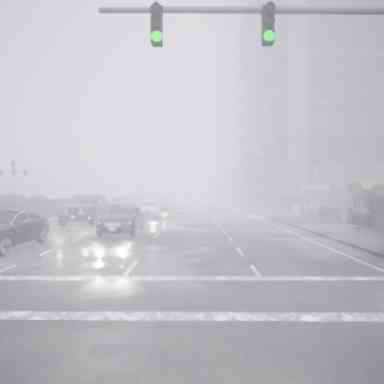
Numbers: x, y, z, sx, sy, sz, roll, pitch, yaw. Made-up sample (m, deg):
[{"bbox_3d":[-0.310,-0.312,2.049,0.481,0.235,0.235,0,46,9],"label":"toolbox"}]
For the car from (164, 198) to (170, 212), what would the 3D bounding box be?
[{"bbox_3d":[-3.573,1.378,37.093,1.812,1.442,4.674,0,0,0],"label":"car"}]

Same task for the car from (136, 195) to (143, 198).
[{"bbox_3d":[-7.083,1.196,42.053,2.097,1.767,4.553,0,0,0],"label":"car"}]

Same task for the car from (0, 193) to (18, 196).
[{"bbox_3d":[-28.795,1.056,50.396,4.605,1.855,1.932,0,0,0],"label":"car"}]

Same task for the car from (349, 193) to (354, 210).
[{"bbox_3d":[16.573,1.012,31.569,1.905,1.878,3.866,0,0,0],"label":"car"}]

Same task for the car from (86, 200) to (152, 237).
[{"bbox_3d":[-3.605,1.399,17.453,2.128,1.511,4.902,0,0,0],"label":"car"}]

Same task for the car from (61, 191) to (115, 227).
[{"bbox_3d":[-7.101,1.119,22.483,2.150,2.045,5.566,0,0,0],"label":"car"}]

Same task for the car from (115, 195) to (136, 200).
[{"bbox_3d":[-7.093,1.222,32.262,2.097,1.767,4.553,0,0,0],"label":"car"}]

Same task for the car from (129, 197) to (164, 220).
[{"bbox_3d":[-3.600,1.406,27.031,1.812,1.442,4.674,0,0,0],"label":"car"}]

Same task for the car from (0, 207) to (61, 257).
[{"bbox_3d":[-7.111,1.417,12.617,2.128,1.511,4.902,0,0,0],"label":"car"}]

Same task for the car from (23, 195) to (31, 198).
[{"bbox_3d":[-28.806,1.283,55.975,3.806,1.475,1.970,0,0,0],"label":"car"}]
